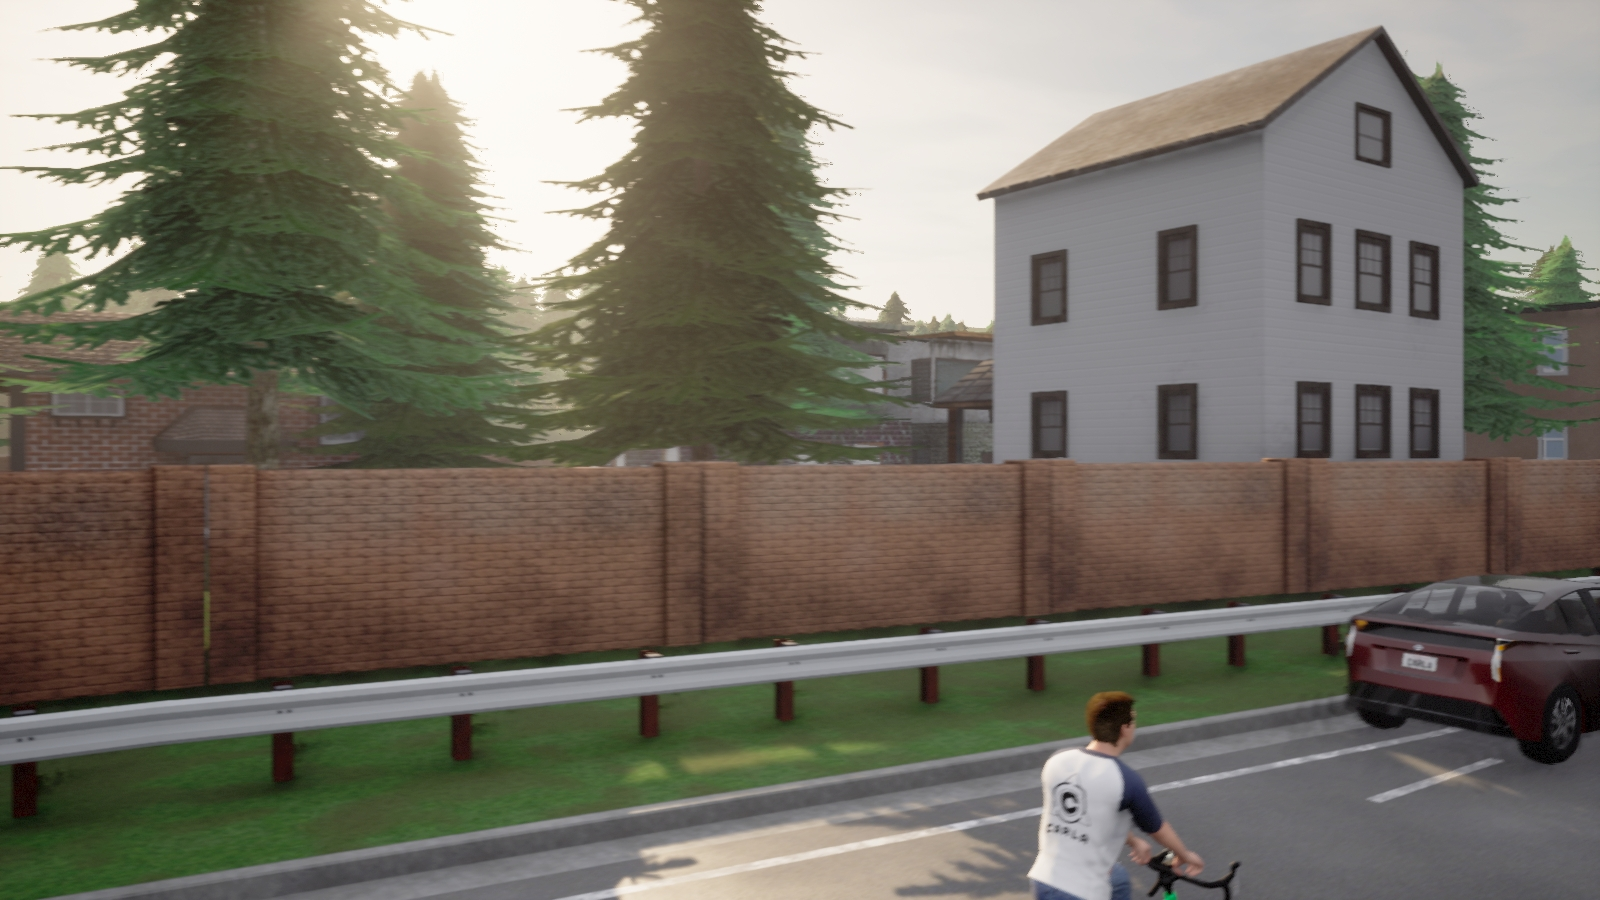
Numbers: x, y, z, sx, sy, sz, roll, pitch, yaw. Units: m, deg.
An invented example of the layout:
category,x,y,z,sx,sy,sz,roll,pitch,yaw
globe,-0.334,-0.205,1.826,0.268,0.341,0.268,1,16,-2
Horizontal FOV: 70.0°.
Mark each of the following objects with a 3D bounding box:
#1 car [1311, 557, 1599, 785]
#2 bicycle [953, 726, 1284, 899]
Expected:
category,x,y,z,sx,sy,sz,roll,pitch,yaw
car,7.486,2.040,11.626,4.514,1.525,2.007,0,0,-32
bicycle,1.384,2.056,4.813,1.643,1.496,0.373,0,0,-34
